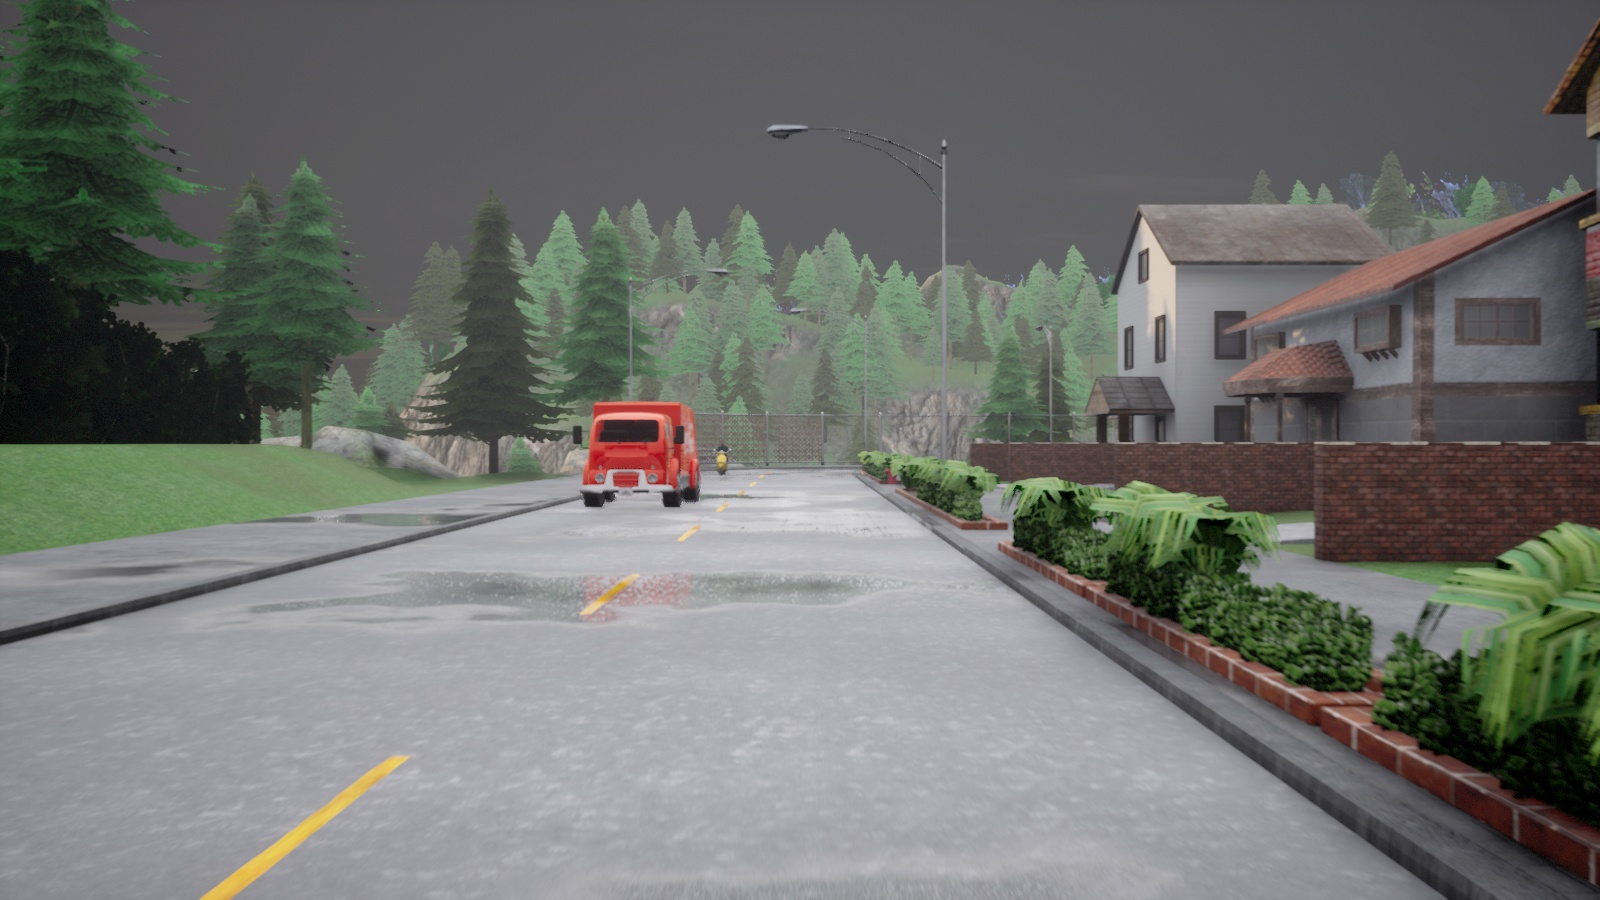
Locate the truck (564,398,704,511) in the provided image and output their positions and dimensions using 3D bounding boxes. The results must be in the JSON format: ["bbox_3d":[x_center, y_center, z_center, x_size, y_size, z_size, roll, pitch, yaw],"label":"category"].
[{"bbox_3d":[-3.814,0.092,29.947,2.627,2.467,5.204,0,0,0],"label":"truck"}]

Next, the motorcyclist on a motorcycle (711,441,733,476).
[{"bbox_3d":[-3.591,0.370,57.987,0.866,1.590,1.817,0,0,2],"label":"motorcyclist on a motorcycle"}]
